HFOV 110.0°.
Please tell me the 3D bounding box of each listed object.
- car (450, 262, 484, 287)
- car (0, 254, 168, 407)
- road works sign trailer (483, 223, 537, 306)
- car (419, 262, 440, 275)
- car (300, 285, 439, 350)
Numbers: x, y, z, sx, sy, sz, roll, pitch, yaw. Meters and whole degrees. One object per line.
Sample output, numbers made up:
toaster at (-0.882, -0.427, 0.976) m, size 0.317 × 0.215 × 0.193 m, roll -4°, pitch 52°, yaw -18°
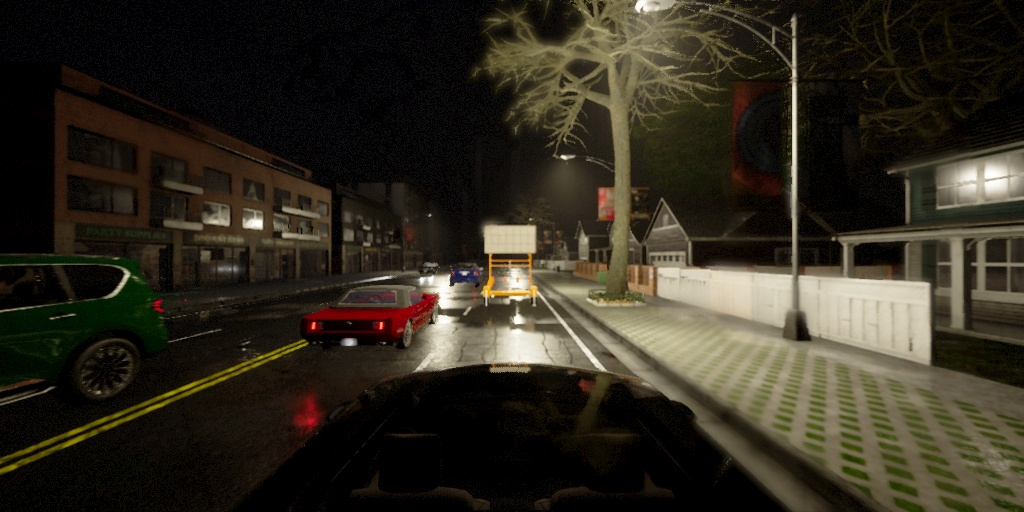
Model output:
car at (-3.287, 1.278, 26.780) m, size 2.097 × 1.767 × 4.553 m, roll 0°, pitch 0°, yaw 0°
car at (-6.606, 0.985, 3.409) m, size 2.150 × 2.045 × 5.566 m, roll 0°, pitch 0°, yaw 0°
road works sign trailer at (-0.078, 0.316, 16.330) m, size 2.380 × 3.560 × 2.880 m, roll 0°, pitch 0°, yaw 0°
car at (-10.074, 1.546, 44.160) m, size 2.128 × 1.511 × 4.902 m, roll 0°, pitch -1°, yaw 0°
car at (-3.189, 1.403, 9.211) m, size 1.895 × 1.301 × 4.718 m, roll 0°, pitch 0°, yaw 0°
